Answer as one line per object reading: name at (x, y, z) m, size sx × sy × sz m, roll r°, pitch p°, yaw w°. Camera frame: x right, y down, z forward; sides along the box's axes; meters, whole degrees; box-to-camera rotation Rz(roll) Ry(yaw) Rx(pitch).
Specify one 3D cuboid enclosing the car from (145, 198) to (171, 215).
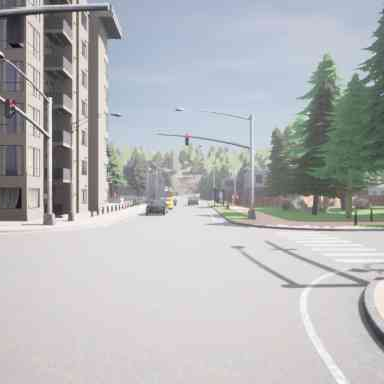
car at (-3.489, 1.478, 33.508) m, size 1.882 × 1.535 × 5.008 m, roll 0°, pitch 0°, yaw 0°

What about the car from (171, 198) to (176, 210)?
car at (-3.447, 1.478, 43.469) m, size 1.882 × 1.535 × 5.008 m, roll 0°, pitch 0°, yaw 0°

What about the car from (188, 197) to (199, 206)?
car at (0.185, 1.547, 55.689) m, size 2.033 × 1.411 × 5.357 m, roll 0°, pitch 0°, yaw 0°
